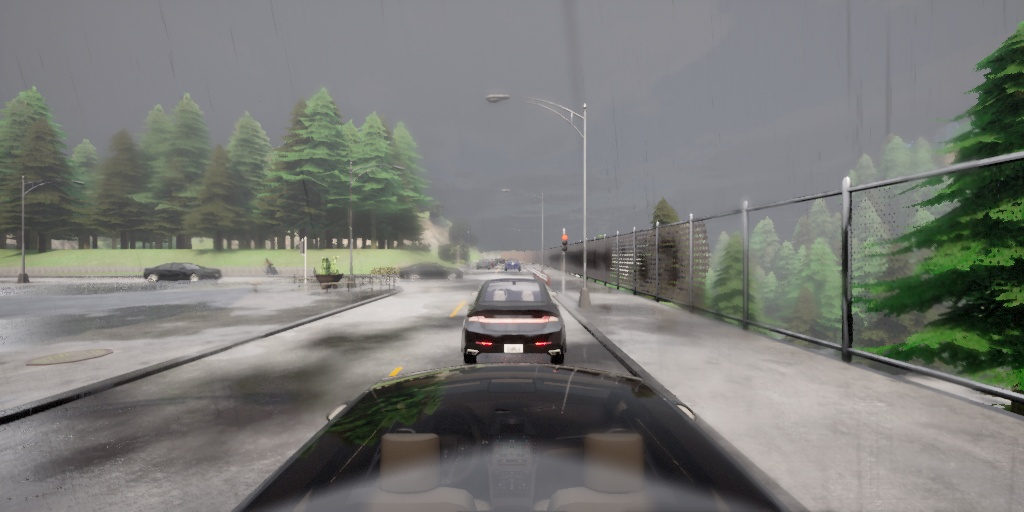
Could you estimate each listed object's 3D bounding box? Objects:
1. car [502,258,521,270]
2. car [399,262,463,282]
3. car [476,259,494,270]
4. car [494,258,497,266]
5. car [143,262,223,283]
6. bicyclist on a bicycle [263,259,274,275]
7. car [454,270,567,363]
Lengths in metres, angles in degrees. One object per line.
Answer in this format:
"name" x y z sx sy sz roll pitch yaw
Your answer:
"car" 0.097 1.097 49.810 2.097 1.767 4.553 0 0 0
"car" -6.363 1.252 28.371 4.892 1.490 1.837 0 2 -20
"car" -4.089 1.250 52.481 1.837 1.490 4.892 0 0 0
"car" -4.062 1.221 62.004 1.882 1.535 5.008 0 0 0
"car" -24.817 1.225 27.146 5.008 1.535 1.882 0 0 0
"bicyclist on a bicycle" -24.152 1.095 35.543 0.582 1.620 1.656 0 0 0
"car" 0.047 1.241 8.061 2.128 1.511 4.902 0 0 1
